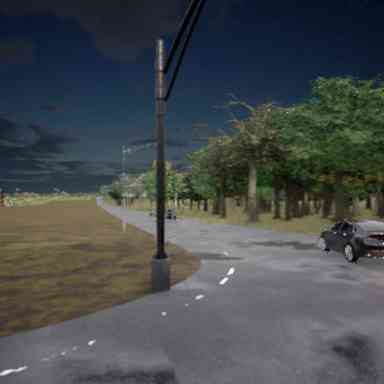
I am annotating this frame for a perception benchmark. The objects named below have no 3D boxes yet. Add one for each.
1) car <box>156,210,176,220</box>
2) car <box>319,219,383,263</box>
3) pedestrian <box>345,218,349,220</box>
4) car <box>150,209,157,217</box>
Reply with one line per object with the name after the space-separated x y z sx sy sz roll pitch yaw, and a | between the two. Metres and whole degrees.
-3.893 3.685 53.414 2.033 1.411 5.357 0 -2 -16 | car
6.709 1.882 13.504 1.837 1.490 4.892 0 -2 3 | car
9.695 2.213 20.724 0.375 1.300 0.375 -2 0 -16 | pedestrian
-6.861 4.027 63.250 2.128 1.511 4.902 0 -2 -16 | car
